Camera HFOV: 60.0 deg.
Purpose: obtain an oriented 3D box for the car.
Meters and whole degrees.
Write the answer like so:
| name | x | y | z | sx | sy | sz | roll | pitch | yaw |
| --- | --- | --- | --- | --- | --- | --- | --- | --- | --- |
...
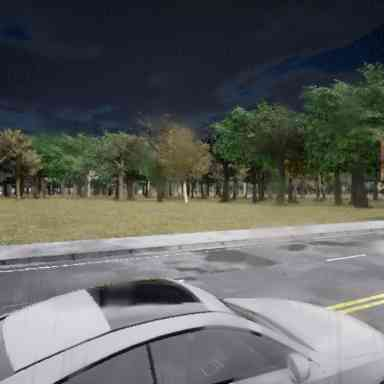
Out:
| name | x | y | z | sx | sy | sz | roll | pitch | yaw |
| --- | --- | --- | --- | --- | --- | --- | --- | --- | --- |
| car | -0.175 | 1.525 | 2.798 | 4.674 | 1.442 | 1.812 | 0 | 0 | -28 |
